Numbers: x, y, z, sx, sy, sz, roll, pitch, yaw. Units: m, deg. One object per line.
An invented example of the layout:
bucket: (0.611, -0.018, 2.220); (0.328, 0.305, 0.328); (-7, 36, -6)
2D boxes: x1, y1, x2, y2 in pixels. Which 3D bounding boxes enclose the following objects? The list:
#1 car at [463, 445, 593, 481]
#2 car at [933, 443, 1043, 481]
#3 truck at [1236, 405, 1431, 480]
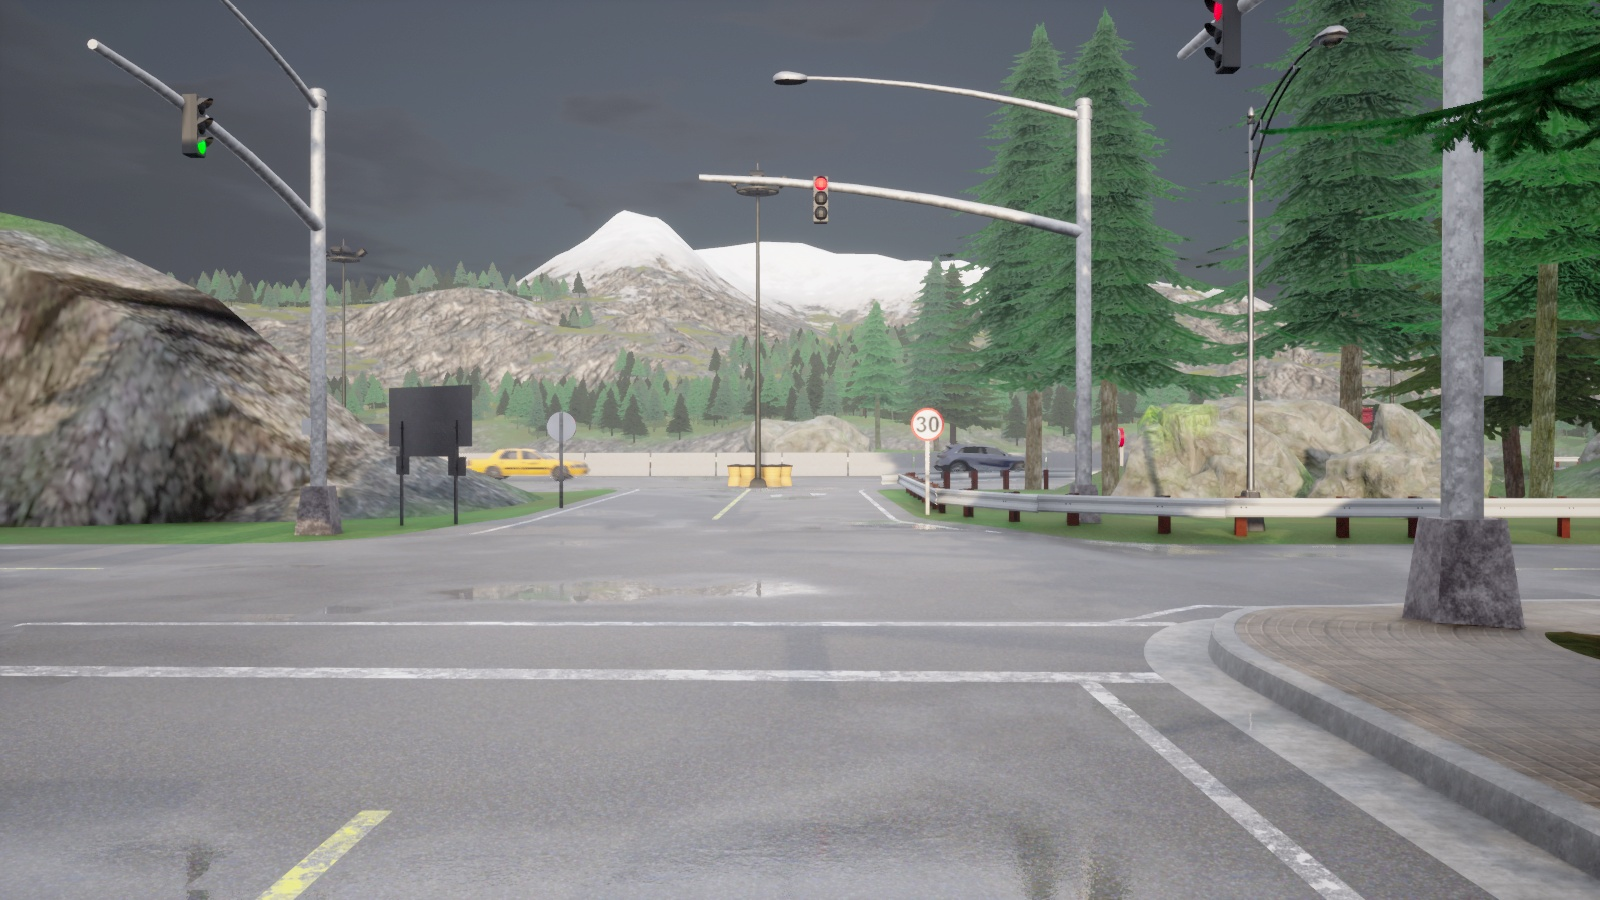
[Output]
car: (-12.020, 0.557, 55.767); (5.366, 1.575, 1.801); (0, 0, 0)
car: (8.795, 0.541, 59.119); (4.856, 1.649, 2.033); (1, 0, 0)
truck: (24.970, -0.353, 59.033); (7.936, 3.462, 2.891); (0, 0, -2)
